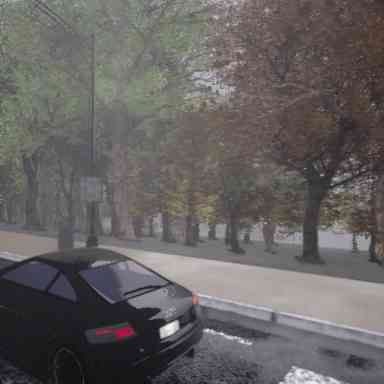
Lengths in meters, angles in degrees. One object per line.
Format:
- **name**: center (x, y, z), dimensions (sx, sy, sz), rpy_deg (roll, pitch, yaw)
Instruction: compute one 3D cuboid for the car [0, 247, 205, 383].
- **car**: center (-1.890, 1.565, 5.033), dimensions (4.181, 1.385, 1.994), rpy_deg (0, 0, 36)
